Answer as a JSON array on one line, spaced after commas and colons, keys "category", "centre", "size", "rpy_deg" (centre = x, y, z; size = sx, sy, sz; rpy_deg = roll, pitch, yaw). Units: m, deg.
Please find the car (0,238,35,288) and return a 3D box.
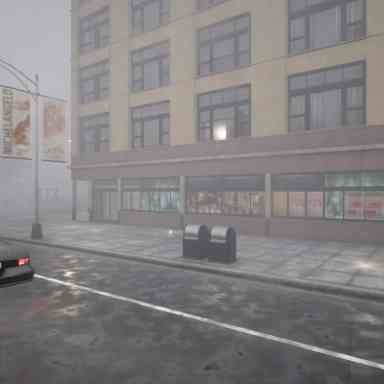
[{"category": "car", "centre": [-6.014, 1.547, 8.156], "size": [5.357, 1.411, 2.033], "rpy_deg": [0, 0, 35]}]
